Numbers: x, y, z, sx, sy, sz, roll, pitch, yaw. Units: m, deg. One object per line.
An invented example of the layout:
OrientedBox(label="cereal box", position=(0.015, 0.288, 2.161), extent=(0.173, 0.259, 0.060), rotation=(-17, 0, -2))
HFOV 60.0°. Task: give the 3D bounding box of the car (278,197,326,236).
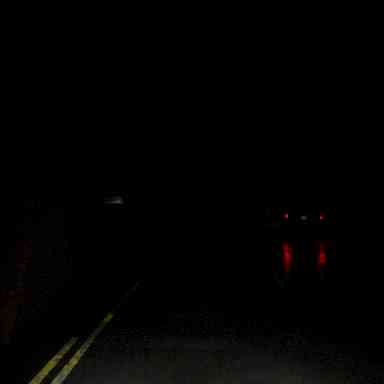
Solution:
OrientedBox(label="car", position=(5.754, 1.227, 17.858), extent=(2.097, 1.767, 4.553), rotation=(0, 0, 12))

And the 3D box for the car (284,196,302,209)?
OrientedBox(label="car", position=(12.580, 1.275, 41.314), extent=(1.994, 1.385, 4.181), rotation=(0, 0, 17))

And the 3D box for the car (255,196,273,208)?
OrientedBox(label="car", position=(9.085, 1.223, 41.931), extent=(1.812, 1.442, 4.674), rotation=(0, 0, 17))

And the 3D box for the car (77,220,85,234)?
OrientedBox(label="car", position=(-6.062, 1.484, 12.866), extent=(1.895, 1.301, 4.718), rotation=(0, 0, 8))
